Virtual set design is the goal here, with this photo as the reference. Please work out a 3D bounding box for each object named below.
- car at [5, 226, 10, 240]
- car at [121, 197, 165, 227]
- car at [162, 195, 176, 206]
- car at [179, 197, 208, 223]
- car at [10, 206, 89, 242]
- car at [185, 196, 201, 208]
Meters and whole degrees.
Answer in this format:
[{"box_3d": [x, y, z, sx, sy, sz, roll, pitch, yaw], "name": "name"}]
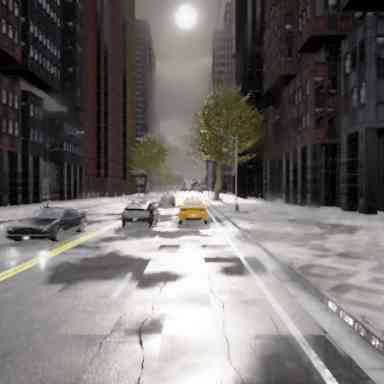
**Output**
[{"box_3d": [-9.805, 1.373, 13.303, 2.128, 1.511, 4.902, 0, 0, 1], "name": "car"}, {"box_3d": [-3.173, 1.303, 21.015, 2.128, 1.511, 4.902, 0, 1, 0], "name": "car"}, {"box_3d": [-3.163, 1.077, 44.391, 1.882, 1.535, 5.008, 0, 1, 0], "name": "car"}, {"box_3d": [0.082, 1.269, 23.311, 1.882, 1.535, 5.008, 0, 1, 0], "name": "car"}, {"box_3d": [-6.533, 1.406, 15.792, 2.033, 1.411, 5.357, 0, 0, 1], "name": "car"}, {"box_3d": [0.086, 1.228, 41.384, 1.895, 1.301, 4.718, 0, 1, 0], "name": "car"}]
